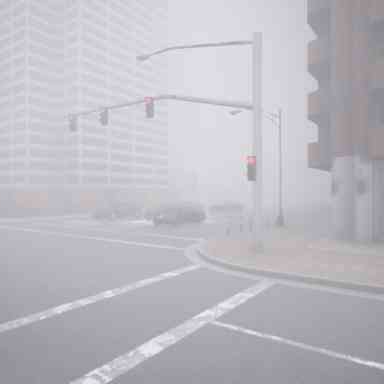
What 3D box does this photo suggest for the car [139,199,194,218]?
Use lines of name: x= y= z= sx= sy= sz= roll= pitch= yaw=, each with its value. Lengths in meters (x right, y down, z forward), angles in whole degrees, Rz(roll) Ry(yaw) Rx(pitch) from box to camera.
car: x=-2.080 y=1.596 z=27.902 sx=1.994 sy=1.385 sz=4.181 roll=0 pitch=0 yaw=35

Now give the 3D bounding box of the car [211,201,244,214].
car: x=3.792 y=1.633 z=36.237 sx=1.895 sy=1.301 sz=4.718 roll=0 pitch=0 yaw=35

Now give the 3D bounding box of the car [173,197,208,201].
car: x=-0.470 y=1.602 z=36.268 sx=1.994 sy=1.385 sz=4.181 roll=0 pitch=0 yaw=35

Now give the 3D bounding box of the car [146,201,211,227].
car: x=-0.853 y=1.589 z=23.348 sx=1.994 sy=1.385 sz=4.181 roll=0 pitch=0 yaw=36

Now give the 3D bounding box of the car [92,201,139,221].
car: x=-6.190 y=1.543 z=28.142 sx=1.837 sy=1.490 sz=4.892 roll=0 pitch=0 yaw=35
